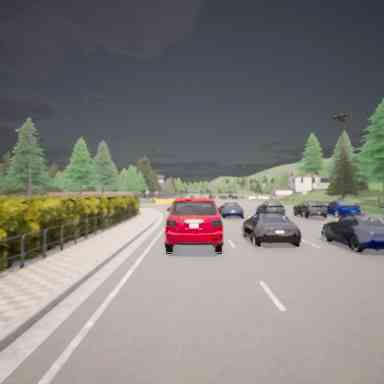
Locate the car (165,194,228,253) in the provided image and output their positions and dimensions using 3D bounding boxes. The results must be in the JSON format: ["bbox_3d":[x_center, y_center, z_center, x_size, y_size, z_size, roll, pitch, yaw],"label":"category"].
[{"bbox_3d":[0.079,1.257,14.027,2.150,2.045,5.566,0,0,0],"label":"car"}]

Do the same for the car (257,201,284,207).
[{"bbox_3d":[7.072,1.568,30.060,2.128,1.511,4.902,0,0,0],"label":"car"}]

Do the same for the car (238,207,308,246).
[{"bbox_3d":[3.579,1.604,15.532,1.994,1.385,4.181,0,0,0],"label":"car"}]

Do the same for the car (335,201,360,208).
[{"bbox_3d":[14.076,1.558,31.642,1.882,1.535,5.008,0,0,0],"label":"car"}]

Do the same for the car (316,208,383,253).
[{"bbox_3d":[7.076,1.600,13.943,1.994,1.385,4.181,0,0,0],"label":"car"}]

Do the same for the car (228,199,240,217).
[{"bbox_3d":[3.575,1.643,30.760,1.994,1.385,4.181,0,0,0],"label":"car"}]

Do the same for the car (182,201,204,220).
[{"bbox_3d":[0.074,1.582,30.345,1.837,1.490,4.892,0,0,0],"label":"car"}]

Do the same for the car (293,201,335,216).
[{"bbox_3d":[10.572,1.568,30.063,2.128,1.511,4.902,0,0,0],"label":"car"}]
